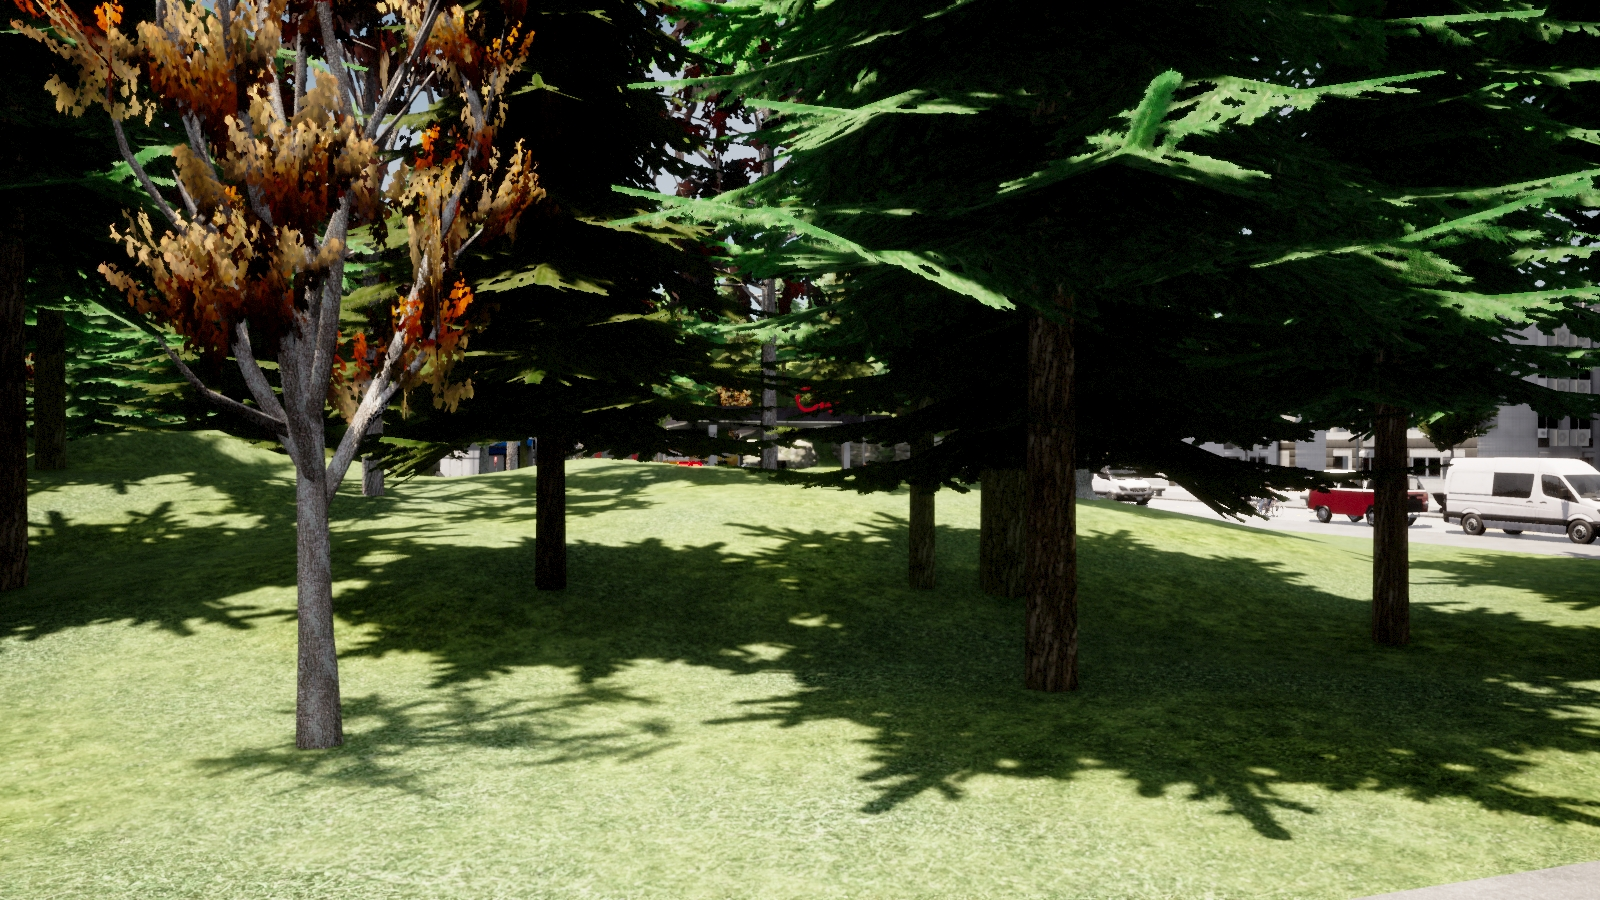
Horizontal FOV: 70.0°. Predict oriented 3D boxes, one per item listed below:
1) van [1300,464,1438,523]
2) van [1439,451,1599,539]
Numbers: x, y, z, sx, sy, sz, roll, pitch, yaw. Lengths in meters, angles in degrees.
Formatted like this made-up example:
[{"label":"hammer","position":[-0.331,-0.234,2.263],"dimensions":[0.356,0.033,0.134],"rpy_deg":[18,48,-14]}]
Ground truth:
[{"label":"van","position":[21.187,1.563,42.784],"dimensions":[2.069,2.038,4.480],"rpy_deg":[0,0,-18]},{"label":"van","position":[23.412,1.314,36.018],"dimensions":[1.988,2.561,5.915],"rpy_deg":[0,0,-18]}]
